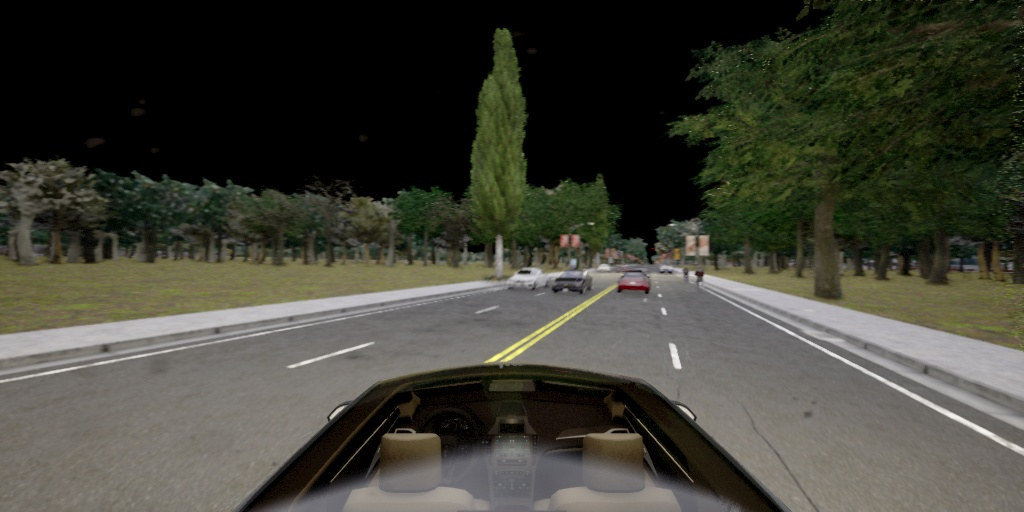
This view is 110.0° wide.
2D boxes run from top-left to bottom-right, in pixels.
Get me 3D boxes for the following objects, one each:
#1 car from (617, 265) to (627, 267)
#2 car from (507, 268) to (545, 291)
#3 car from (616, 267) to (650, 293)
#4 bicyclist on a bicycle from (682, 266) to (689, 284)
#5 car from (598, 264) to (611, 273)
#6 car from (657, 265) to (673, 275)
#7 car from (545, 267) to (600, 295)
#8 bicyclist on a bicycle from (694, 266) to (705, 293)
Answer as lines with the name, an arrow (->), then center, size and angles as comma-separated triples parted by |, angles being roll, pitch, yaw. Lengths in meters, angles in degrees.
car -> 18.791, 2.222, 60.711 | 1.994, 1.385, 4.181 | 1, -1, 22
car -> 1.250, 1.542, 24.667 | 1.812, 1.442, 4.674 | 1, -1, 21
car -> 8.227, 1.673, 24.128 | 1.994, 1.385, 4.181 | 1, -1, 21
bicyclist on a bicycle -> 16.054, 1.770, 33.112 | 0.582, 1.620, 1.656 | 1, -1, 21
car -> 16.203, 2.172, 62.984 | 1.812, 1.442, 4.674 | 1, -1, 22
car -> 24.810, 2.313, 57.864 | 1.895, 1.301, 4.718 | 1, -1, 21
car -> 3.972, 1.581, 22.696 | 2.033, 1.411, 5.357 | 1, -1, 21
bicyclist on a bicycle -> 12.448, 1.536, 23.821 | 0.659, 1.776, 1.843 | 1, 0, 21
